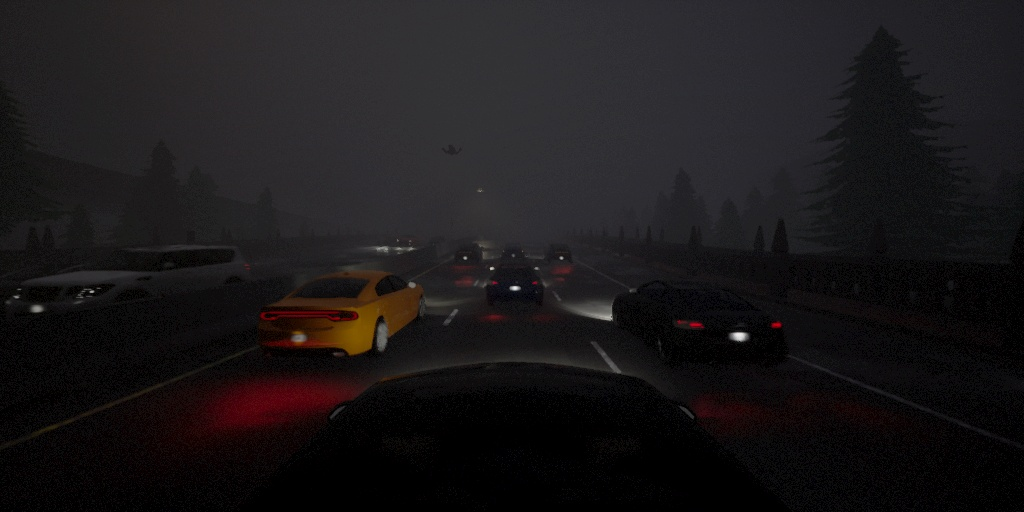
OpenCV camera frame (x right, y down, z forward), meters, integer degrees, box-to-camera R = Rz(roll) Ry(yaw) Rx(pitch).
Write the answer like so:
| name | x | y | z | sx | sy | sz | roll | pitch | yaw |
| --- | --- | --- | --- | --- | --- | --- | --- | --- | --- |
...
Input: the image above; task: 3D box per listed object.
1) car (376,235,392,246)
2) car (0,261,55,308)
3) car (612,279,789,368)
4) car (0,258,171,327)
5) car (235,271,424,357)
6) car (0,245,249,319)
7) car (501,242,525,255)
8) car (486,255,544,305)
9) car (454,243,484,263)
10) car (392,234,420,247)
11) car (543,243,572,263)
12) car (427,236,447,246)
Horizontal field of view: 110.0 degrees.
| name | x | y | z | sx | sy | sz | roll | pitch | yaw |
| --- | --- | --- | --- | --- | --- | --- | --- | --- | --- |
| car | -17.584 | -2.231 | 50.741 | 2.128 | 1.511 | 4.902 | 0 | 5 | 0 |
| car | -17.601 | 1.012 | 10.718 | 1.812 | 1.442 | 4.674 | 0 | 3 | 0 |
| car | 3.596 | 1.175 | 7.676 | 1.994 | 1.385 | 4.181 | 0 | 2 | 0 |
| car | -14.101 | 0.954 | 11.208 | 2.128 | 1.511 | 4.902 | 0 | 3 | 0 |
| car | -3.403 | 1.069 | 8.204 | 1.882 | 1.535 | 5.008 | 0 | 2 | 0 |
| car | -10.601 | 0.707 | 10.745 | 2.150 | 2.045 | 5.566 | 0 | 3 | 0 |
| car | 0.096 | -0.404 | 29.658 | 1.812 | 1.442 | 4.674 | 0 | 5 | 0 |
| car | 0.097 | 0.899 | 13.617 | 1.994 | 1.385 | 4.181 | 0 | 3 | 0 |
| car | -3.405 | -0.325 | 28.485 | 1.837 | 1.490 | 4.892 | 0 | 5 | 0 |
| car | -14.088 | -2.200 | 48.740 | 2.097 | 1.767 | 4.553 | 0 | 5 | 0 |
| car | 3.596 | -0.323 | 28.465 | 1.837 | 1.490 | 4.892 | 0 | 5 | 0 |
| car | -10.587 | -2.211 | 51.166 | 2.033 | 1.411 | 5.357 | 0 | 5 | 0 |
